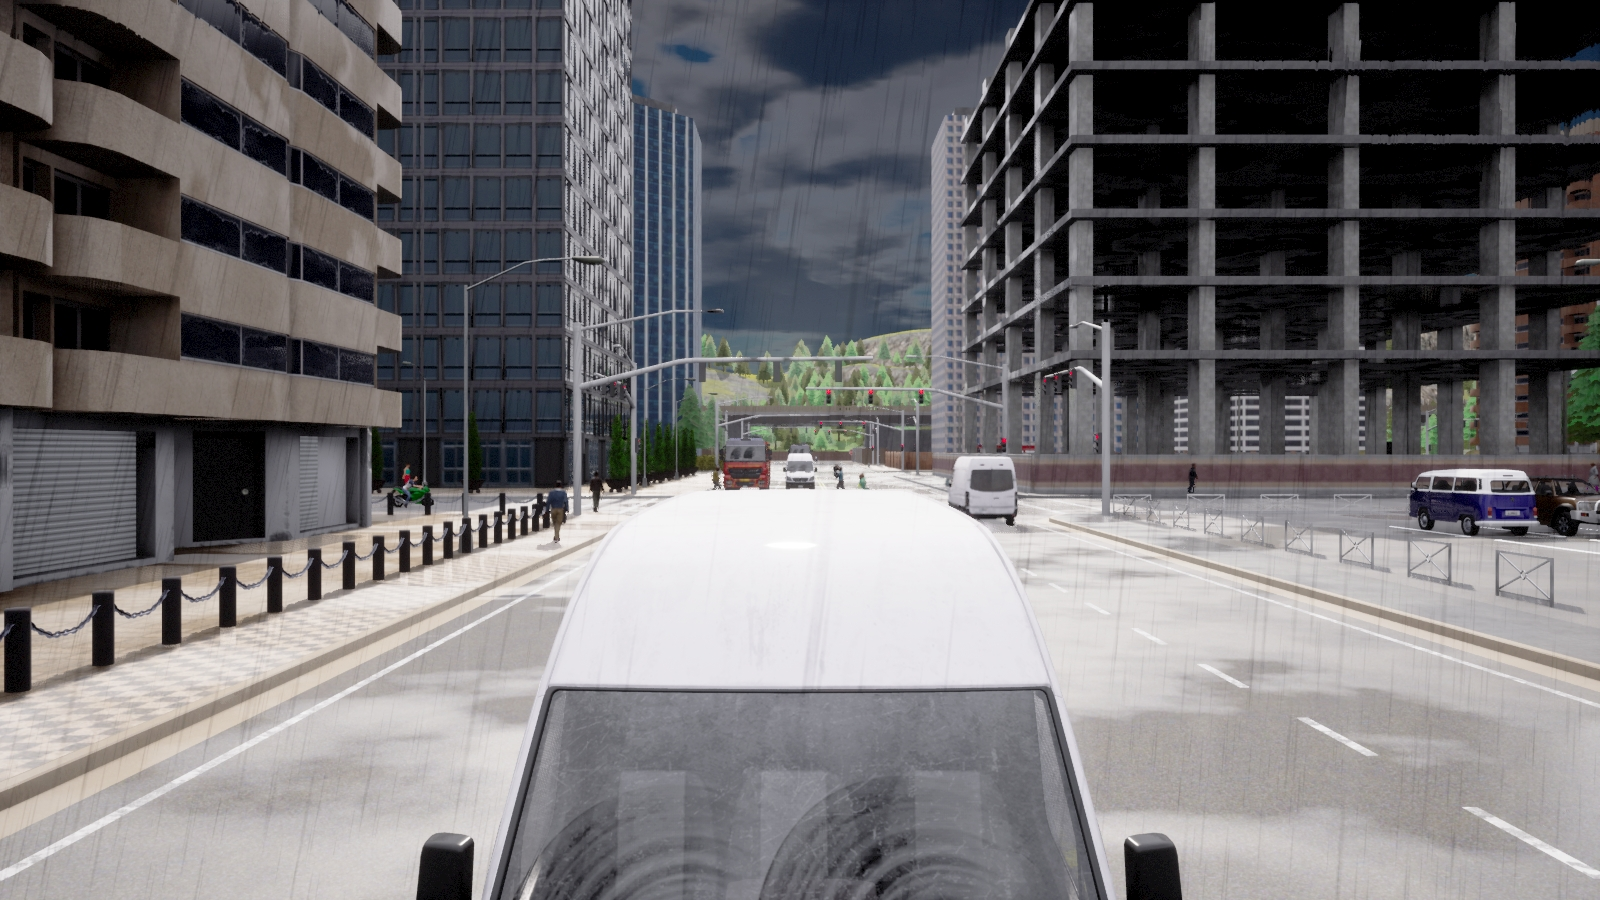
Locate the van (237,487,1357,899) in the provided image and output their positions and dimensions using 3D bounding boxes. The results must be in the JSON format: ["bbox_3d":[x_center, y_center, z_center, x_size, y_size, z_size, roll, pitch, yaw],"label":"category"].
[{"bbox_3d":[-0.002,1.534,4.985,1.988,2.561,5.915,0,0,0],"label":"van"}]

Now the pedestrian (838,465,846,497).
[{"bbox_3d":[2.494,1.849,67.979,0.375,1.860,0.375,0,0,-8],"label":"pedestrian"}]

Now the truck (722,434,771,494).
[{"bbox_3d":[-3.496,0.891,77.013,2.891,3.827,8.468,0,0,0],"label":"truck"}]

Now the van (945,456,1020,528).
[{"bbox_3d":[6.991,1.528,44.458,1.988,2.561,5.915,0,0,0],"label":"van"}]

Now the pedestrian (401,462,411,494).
[{"bbox_3d":[-22.944,1.641,66.535,0.375,1.860,0.375,0,0,11],"label":"pedestrian"}]

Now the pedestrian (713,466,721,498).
[{"bbox_3d":[-4.852,1.848,66.849,0.375,1.860,0.375,0,0,10],"label":"pedestrian"}]

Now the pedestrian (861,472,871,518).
[{"bbox_3d":[2.689,1.835,46.650,0.375,1.860,0.375,0,0,-1],"label":"pedestrian"}]

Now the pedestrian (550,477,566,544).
[{"bbox_3d":[-6.803,1.697,32.115,0.375,1.860,0.375,0,0,-3],"label":"pedestrian"}]

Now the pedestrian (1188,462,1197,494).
[{"bbox_3d":[22.858,1.641,66.519,0.375,1.860,0.375,0,0,-1],"label":"pedestrian"}]

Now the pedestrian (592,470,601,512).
[{"bbox_3d":[-8.970,1.808,50.382,0.375,1.860,0.375,0,0,-8],"label":"pedestrian"}]
